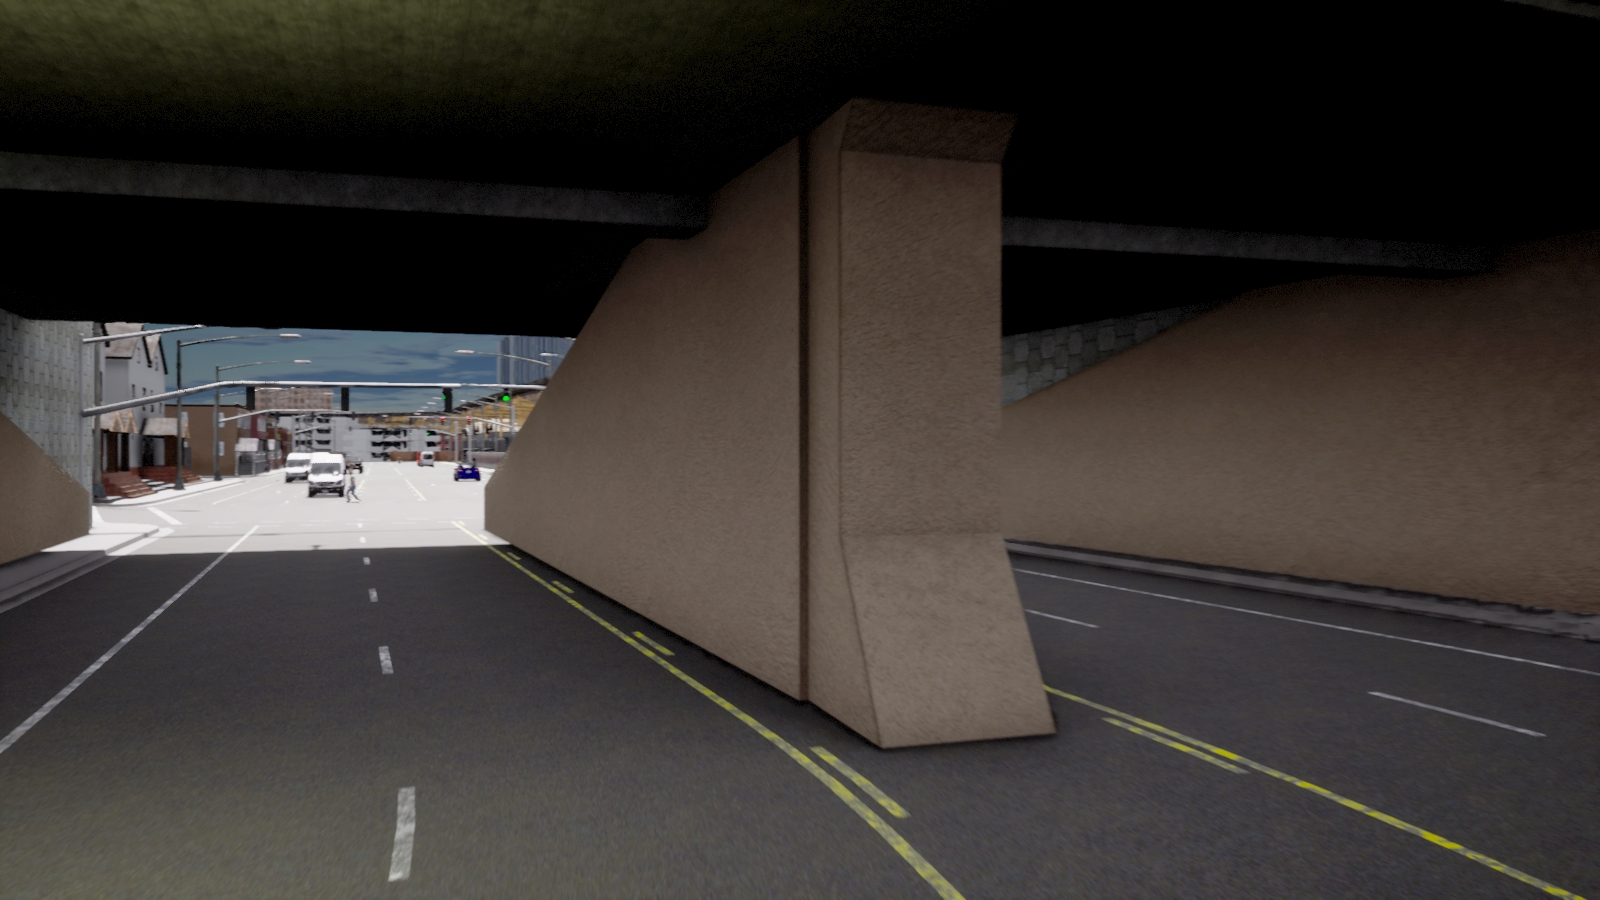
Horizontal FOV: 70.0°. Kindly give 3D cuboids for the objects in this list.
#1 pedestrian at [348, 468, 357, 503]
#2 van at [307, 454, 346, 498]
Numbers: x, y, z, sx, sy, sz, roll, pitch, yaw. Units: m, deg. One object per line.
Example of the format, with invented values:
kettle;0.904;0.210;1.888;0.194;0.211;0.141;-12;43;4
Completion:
pedestrian;-23.964;1.880;61.223;0.375;1.860;0.375;0;0;-34
van;-28.939;1.554;69.928;1.988;2.561;5.915;0;0;-20
